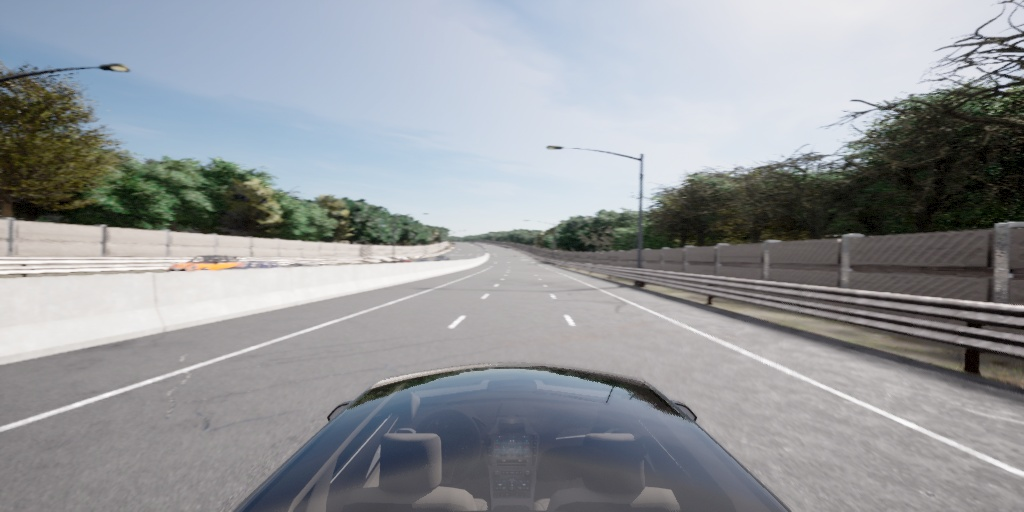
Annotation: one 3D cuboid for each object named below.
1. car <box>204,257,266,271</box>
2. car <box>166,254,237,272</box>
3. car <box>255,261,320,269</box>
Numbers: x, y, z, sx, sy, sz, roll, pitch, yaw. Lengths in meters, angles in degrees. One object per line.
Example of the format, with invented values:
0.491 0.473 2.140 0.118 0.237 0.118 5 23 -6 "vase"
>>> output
-16.993 0.990 23.902 2.033 1.411 5.357 1 0 2 "car"
-20.481 0.710 24.208 2.097 1.767 4.553 1 0 2 "car"
-13.537 1.122 22.830 1.895 1.301 4.718 1 0 2 "car"
